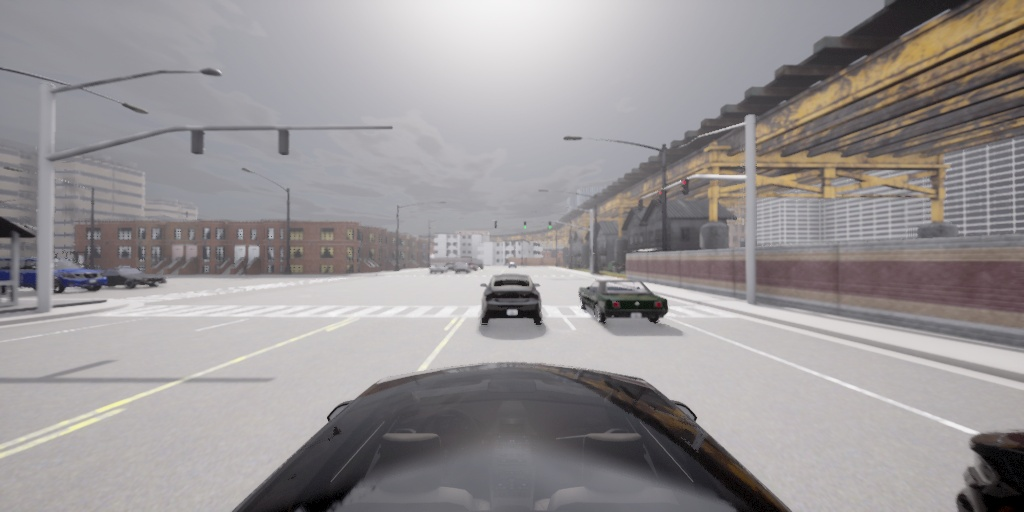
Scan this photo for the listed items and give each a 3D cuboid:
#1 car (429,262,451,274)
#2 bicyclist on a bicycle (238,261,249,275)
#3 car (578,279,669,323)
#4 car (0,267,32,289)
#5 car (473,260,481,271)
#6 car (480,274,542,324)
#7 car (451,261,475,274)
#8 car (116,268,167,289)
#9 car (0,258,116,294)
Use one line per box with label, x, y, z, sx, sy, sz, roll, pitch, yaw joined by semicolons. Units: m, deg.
car;-10.528;1.840;51.784;1.895;1.301;4.718;0;-1;1
bicyclist on a bicycle;-31.126;1.438;41.543;0.582;1.620;1.656;0;0;0
car;3.603;1.458;12.587;1.895;1.301;4.718;0;-1;0
car;-37.650;1.523;25.064;5.357;1.411;2.033;0;-1;0
car;-6.971;1.862;61.688;1.812;1.442;4.674;0;-1;0
car;-0.054;1.360;12.452;1.837;1.490;4.892;0;-1;-1
car;-7.024;1.790;52.101;2.033;1.411;5.357;0;-1;0
car;-27.469;1.524;25.048;5.357;1.411;2.033;0;-1;0
car;-27.959;1.164;21.558;5.566;2.045;2.150;0;-1;0
